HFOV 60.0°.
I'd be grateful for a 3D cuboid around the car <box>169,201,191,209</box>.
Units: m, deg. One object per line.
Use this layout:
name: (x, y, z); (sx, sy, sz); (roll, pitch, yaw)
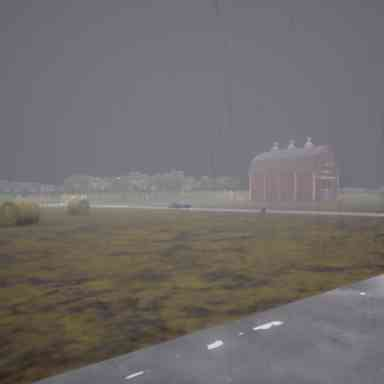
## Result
car: (-2.292, 2.435, 61.653); (2.033, 1.411, 5.357); (0, -2, -36)
